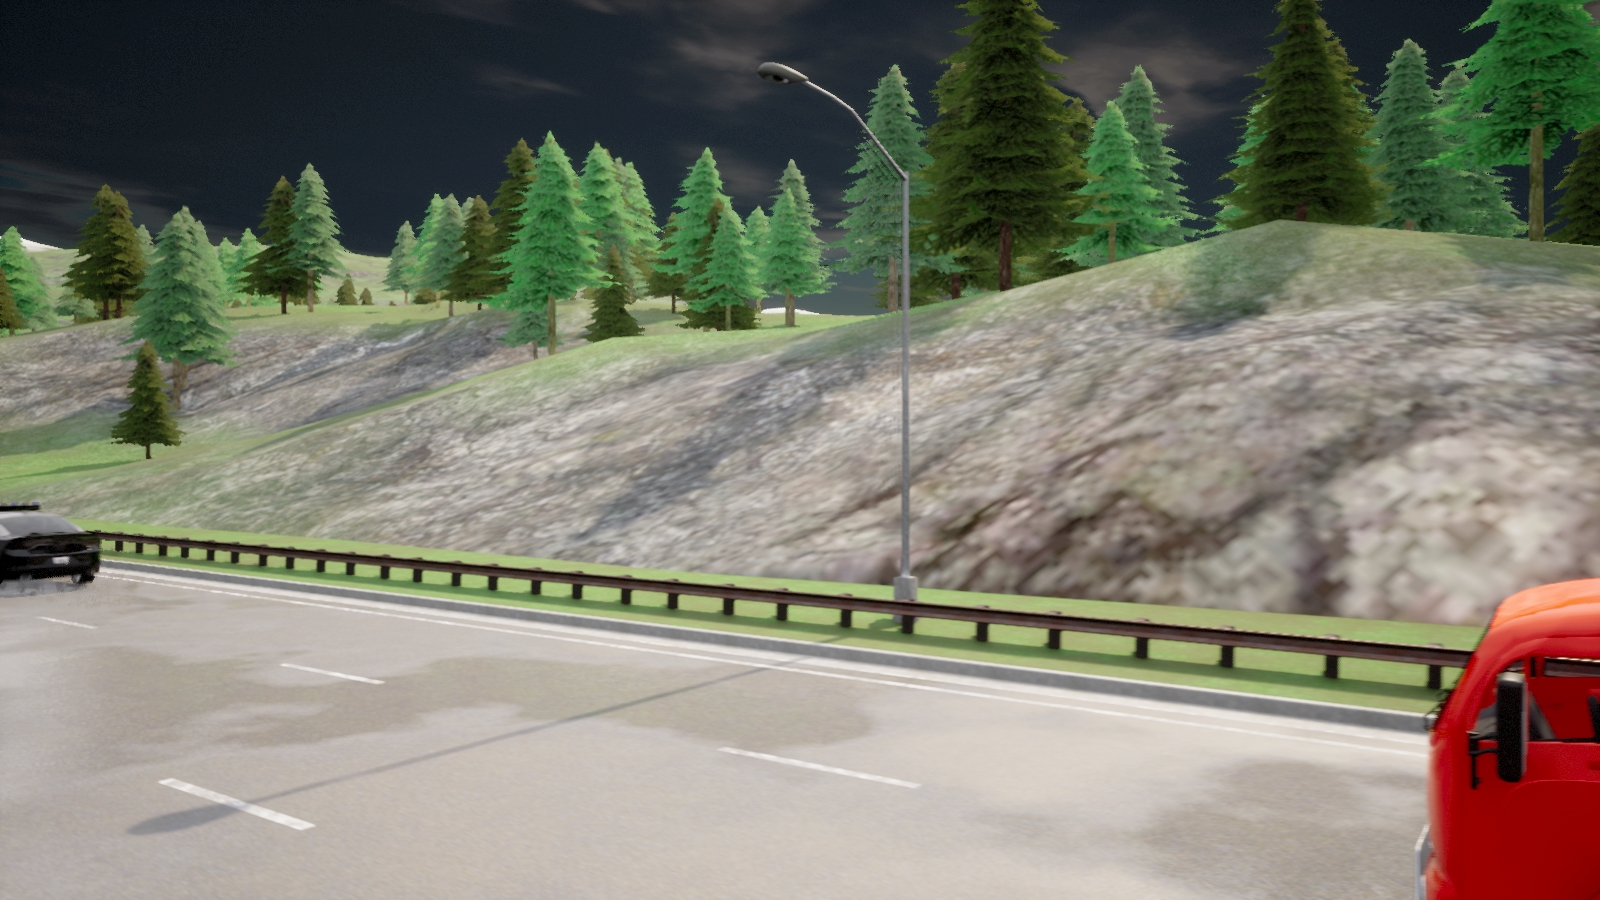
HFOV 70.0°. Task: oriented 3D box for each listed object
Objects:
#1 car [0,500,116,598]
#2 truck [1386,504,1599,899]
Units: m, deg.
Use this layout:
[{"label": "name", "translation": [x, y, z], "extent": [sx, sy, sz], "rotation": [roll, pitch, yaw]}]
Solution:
[{"label": "car", "translation": [-16.589, 1.957, 23.745], "extent": [5.238, 1.638, 2.097], "rotation": [0, 0, 35]}, {"label": "truck", "translation": [5.322, 1.571, 4.340], "extent": [5.204, 2.467, 2.627], "rotation": [0, 0, 35]}]
